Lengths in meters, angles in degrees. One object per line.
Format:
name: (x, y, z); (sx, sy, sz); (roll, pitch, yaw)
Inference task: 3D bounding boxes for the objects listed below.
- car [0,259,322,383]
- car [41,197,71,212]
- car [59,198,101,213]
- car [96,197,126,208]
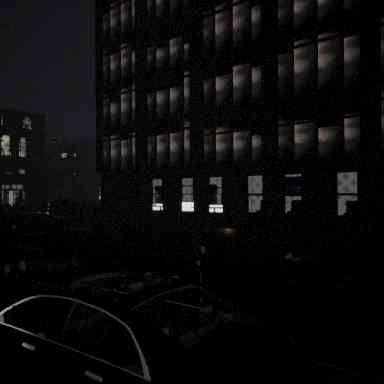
car: (-0.961, 1.551, 3.562); (4.403, 1.369, 2.008); (0, 0, 35)
car: (-16.374, 1.489, 41.397); (2.097, 1.767, 4.553); (0, -1, 37)
car: (-12.177, 1.683, 37.276); (1.802, 1.307, 4.206); (-1, -1, 36)
car: (-12.395, 1.643, 51.182); (1.967, 1.590, 4.097); (-1, -1, 36)
